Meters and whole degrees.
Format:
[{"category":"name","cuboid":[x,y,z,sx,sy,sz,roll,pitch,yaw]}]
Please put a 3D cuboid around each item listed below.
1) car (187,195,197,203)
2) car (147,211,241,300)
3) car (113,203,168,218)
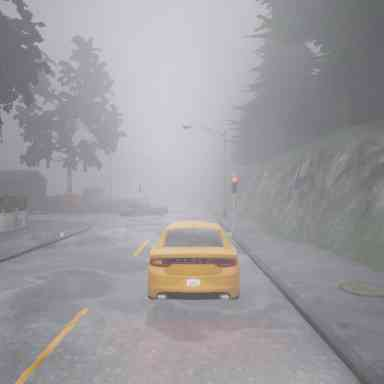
[{"category":"car","cuboid":[0.015,1.478,71.253,1.882,1.535,5.008,0,0,0]},{"category":"car","cuboid":[0.048,1.478,8.463,1.882,1.535,5.008,0,0,1]},{"category":"car","cuboid":[-4.518,1.601,29.987,4.718,1.301,1.895,0,0,-33]}]
